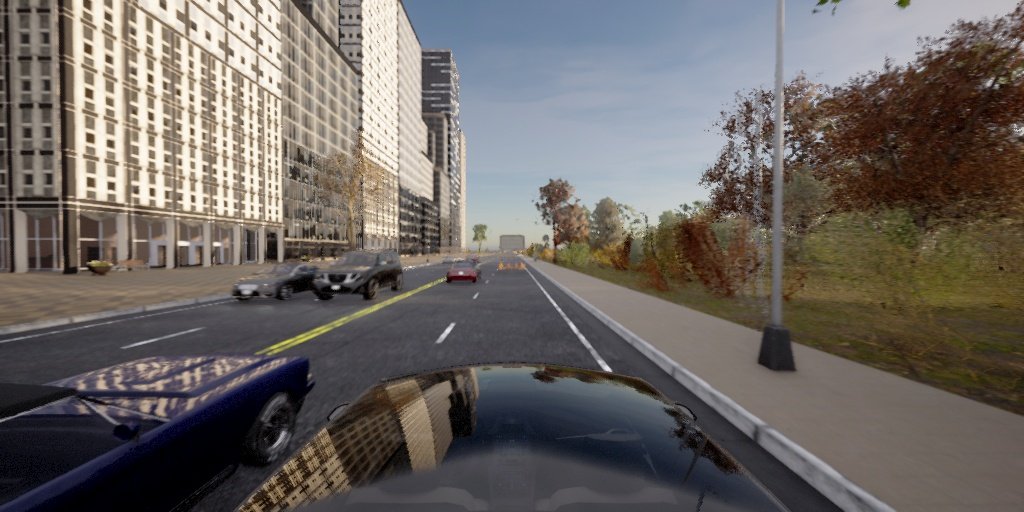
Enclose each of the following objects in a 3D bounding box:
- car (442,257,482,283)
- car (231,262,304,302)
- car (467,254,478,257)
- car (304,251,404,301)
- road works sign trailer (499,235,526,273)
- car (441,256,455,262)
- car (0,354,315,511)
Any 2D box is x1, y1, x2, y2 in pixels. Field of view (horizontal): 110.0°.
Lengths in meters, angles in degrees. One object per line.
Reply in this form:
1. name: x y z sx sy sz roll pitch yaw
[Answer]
1. car: -3.151 1.006 24.208 1.994 1.385 4.181 0 1 0
2. car: -9.844 1.050 15.760 2.128 1.511 4.902 0 1 0
3. car: -6.538 0.461 58.595 1.882 1.535 5.008 0 1 1
4. car: -6.596 0.773 16.180 2.150 2.045 5.566 0 1 0
5. road works sign trailer: -0.001 -0.226 34.014 2.380 3.560 2.880 0 0 0
6. car: -9.795 0.613 56.395 1.895 1.301 4.718 0 1 1
7. car: -3.151 1.348 1.902 1.895 1.301 4.718 0 1 0
